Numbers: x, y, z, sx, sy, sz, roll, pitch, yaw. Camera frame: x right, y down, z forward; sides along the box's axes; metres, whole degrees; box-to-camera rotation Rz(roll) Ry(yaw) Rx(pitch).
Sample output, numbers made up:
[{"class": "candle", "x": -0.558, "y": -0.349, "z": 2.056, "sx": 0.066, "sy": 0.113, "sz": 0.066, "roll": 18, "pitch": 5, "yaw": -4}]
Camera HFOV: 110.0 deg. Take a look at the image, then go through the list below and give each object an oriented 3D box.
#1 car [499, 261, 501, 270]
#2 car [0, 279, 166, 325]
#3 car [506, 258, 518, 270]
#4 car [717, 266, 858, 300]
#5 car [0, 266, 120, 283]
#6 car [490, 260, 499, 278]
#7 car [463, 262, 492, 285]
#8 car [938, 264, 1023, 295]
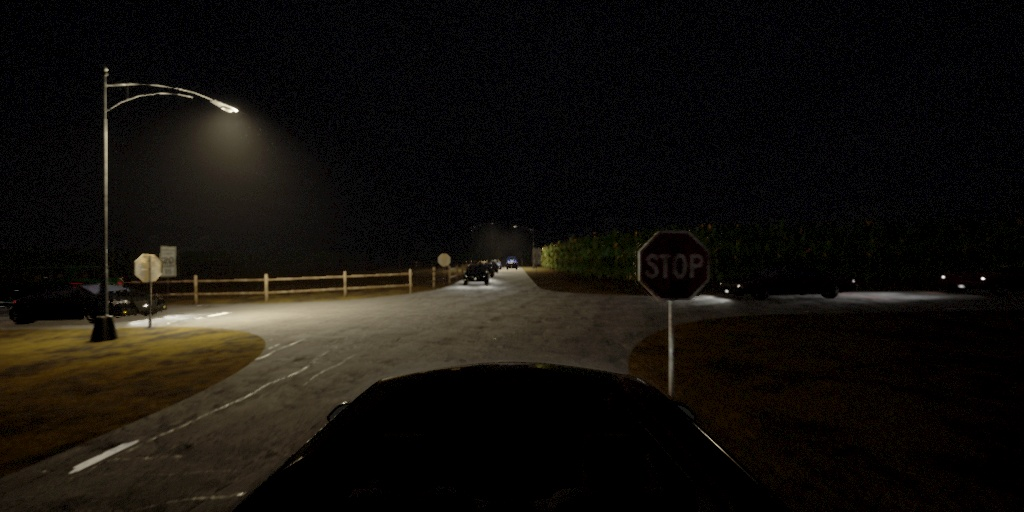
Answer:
[{"class": "car", "x": -2.841, "y": 1.556, "z": 48.857, "sx": 1.812, "sy": 1.442, "sz": 4.674, "roll": 0, "pitch": 0, "yaw": 0}, {"class": "car", "x": -15.602, "y": 1.702, "z": 13.338, "sx": 4.181, "sy": 1.385, "sz": 1.994, "roll": -1, "pitch": -1, "yaw": 0}, {"class": "car", "x": -0.010, "y": 1.536, "z": 60.392, "sx": 2.128, "sy": 1.511, "sz": 4.902, "roll": 0, "pitch": 0, "yaw": 0}, {"class": "car", "x": 12.543, "y": 1.184, "z": 16.479, "sx": 5.357, "sy": 1.411, "sz": 2.033, "roll": -1, "pitch": -1, "yaw": 1}, {"class": "car", "x": -21.173, "y": 1.496, "z": 16.273, "sx": 5.566, "sy": 2.045, "sz": 2.150, "roll": -1, "pitch": -1, "yaw": 0}, {"class": "car", "x": -2.858, "y": 1.489, "z": 38.592, "sx": 2.128, "sy": 1.511, "sz": 4.902, "roll": 0, "pitch": 0, "yaw": 0}, {"class": "car", "x": -2.803, "y": 1.460, "z": 28.955, "sx": 1.837, "sy": 1.490, "sz": 4.892, "roll": 0, "pitch": 0, "yaw": -2}, {"class": "car", "x": 22.848, "y": 1.044, "z": 16.500, "sx": 4.718, "sy": 1.301, "sz": 1.895, "roll": -1, "pitch": -1, "yaw": 0}]
